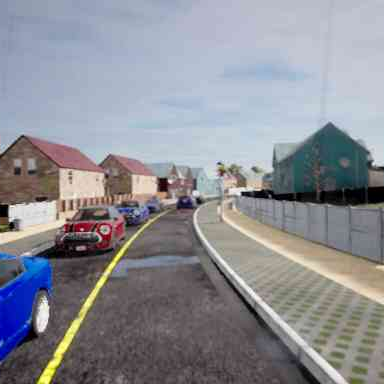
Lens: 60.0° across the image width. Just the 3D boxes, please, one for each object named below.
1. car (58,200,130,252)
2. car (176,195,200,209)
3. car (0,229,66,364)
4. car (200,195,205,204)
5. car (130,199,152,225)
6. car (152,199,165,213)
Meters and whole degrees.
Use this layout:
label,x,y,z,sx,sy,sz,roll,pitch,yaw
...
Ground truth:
label,x,y,z,sx,sy,sz,roll,pitch,yaw
car,-4.103,1.406,14.084,2.097,1.767,4.553,-1,0,-3
car,-0.631,1.096,40.697,2.097,1.767,4.553,-1,1,6
car,-3.201,1.539,3.800,1.882,1.535,5.008,-1,0,-5
car,0.818,1.135,50.931,1.994,1.385,4.181,-1,1,9
car,-4.434,1.360,23.979,2.097,1.767,4.553,-1,0,0
car,-4.084,1.435,35.261,2.033,1.411,5.357,-1,1,5
